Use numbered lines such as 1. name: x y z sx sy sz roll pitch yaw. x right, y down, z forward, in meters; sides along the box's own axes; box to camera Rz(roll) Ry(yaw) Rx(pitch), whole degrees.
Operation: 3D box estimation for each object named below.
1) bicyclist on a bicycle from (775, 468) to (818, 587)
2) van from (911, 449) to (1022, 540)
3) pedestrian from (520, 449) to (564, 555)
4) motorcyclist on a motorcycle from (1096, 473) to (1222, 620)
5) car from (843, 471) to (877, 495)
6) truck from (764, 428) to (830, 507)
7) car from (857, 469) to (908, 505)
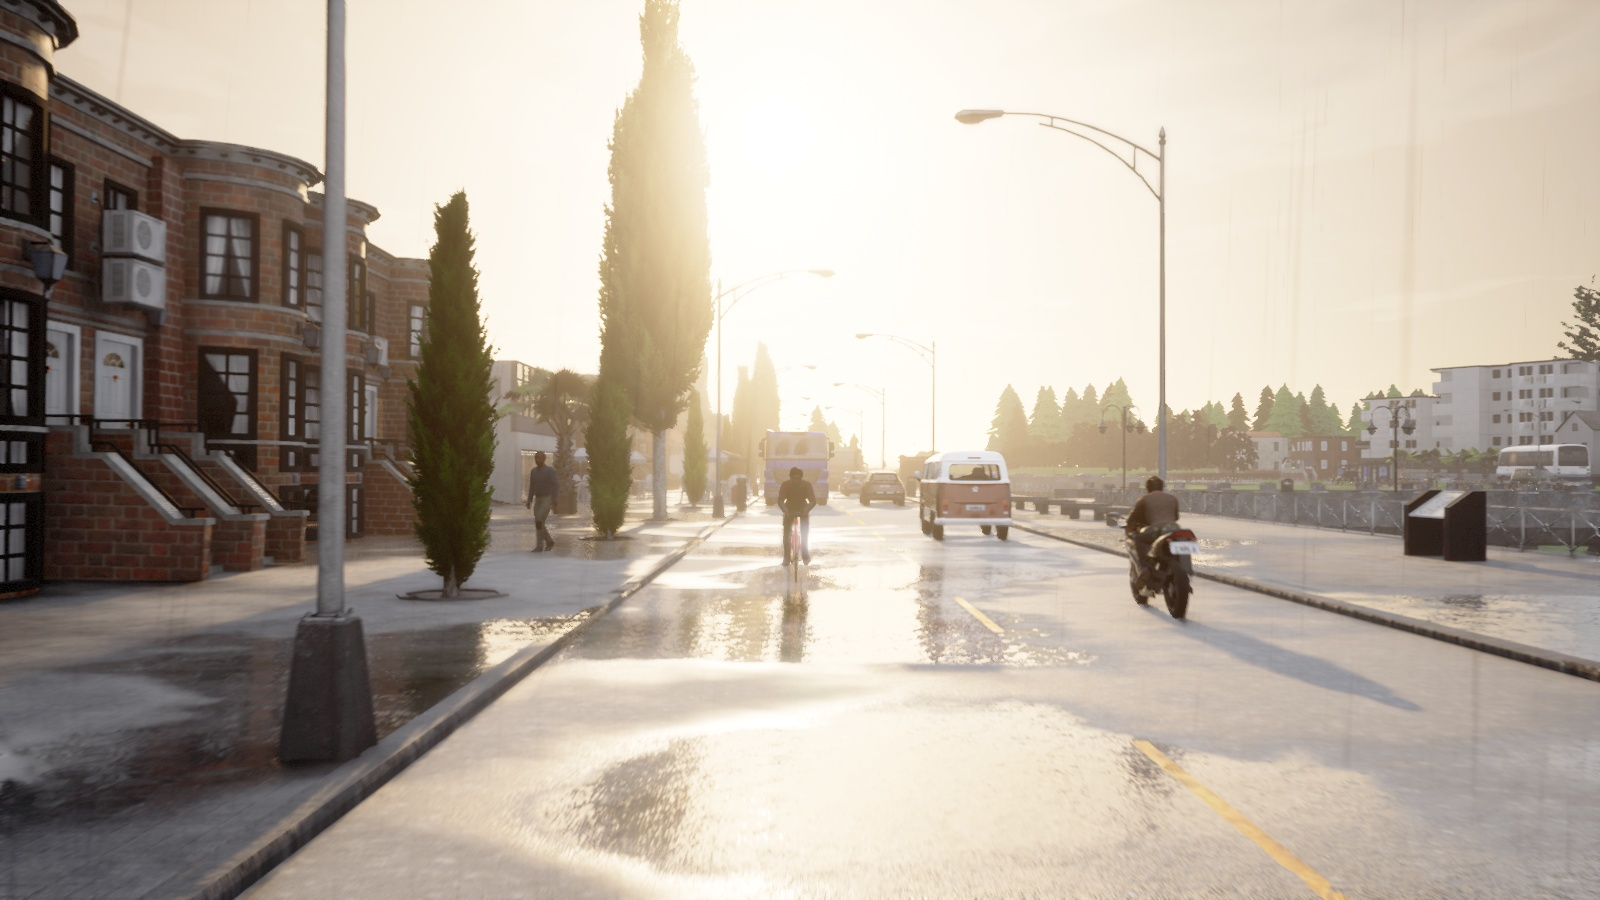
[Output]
1. bicyclist on a bicycle: -0.047 1.068 17.927 0.582 1.620 1.656 0 -1 0
2. van: 3.919 1.030 30.315 2.069 2.038 4.480 0 -1 0
3. pedestrian: -4.570 0.915 22.236 0.370 1.835 0.726 -1 -1 30
4. motorcyclist on a motorcycle: 3.963 1.016 14.039 0.797 1.523 2.044 0 -1 0
5. car: 3.791 2.108 80.257 1.970 1.475 3.806 0 -1 0
6. truck: -0.157 0.823 59.145 2.891 3.462 7.936 0 -1 0
7. car: 3.845 1.720 59.199 2.033 1.649 4.856 0 -1 0
